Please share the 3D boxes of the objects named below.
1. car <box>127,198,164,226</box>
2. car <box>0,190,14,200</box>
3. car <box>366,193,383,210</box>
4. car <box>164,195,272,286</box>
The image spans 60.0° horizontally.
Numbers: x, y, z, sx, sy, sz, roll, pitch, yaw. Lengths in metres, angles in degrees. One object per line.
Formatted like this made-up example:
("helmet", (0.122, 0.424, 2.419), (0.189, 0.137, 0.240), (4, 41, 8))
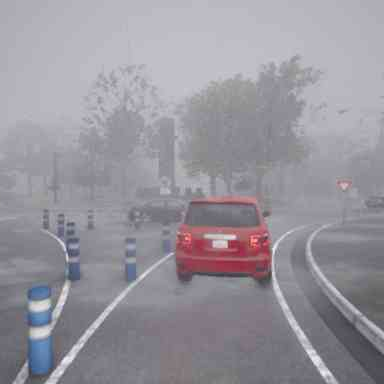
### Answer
("car", (-1.287, 1.111, 19.664), (5.008, 1.535, 1.882), (0, 2, -6))
("car", (-26.413, 0.476, 45.274), (1.994, 1.385, 4.181), (0, 2, 11))
("car", (17.714, 0.864, 29.195), (4.902, 1.511, 2.128), (0, 1, -15))
("car", (1.016, 1.093, 9.339), (2.150, 2.045, 5.566), (0, 1, 10))
